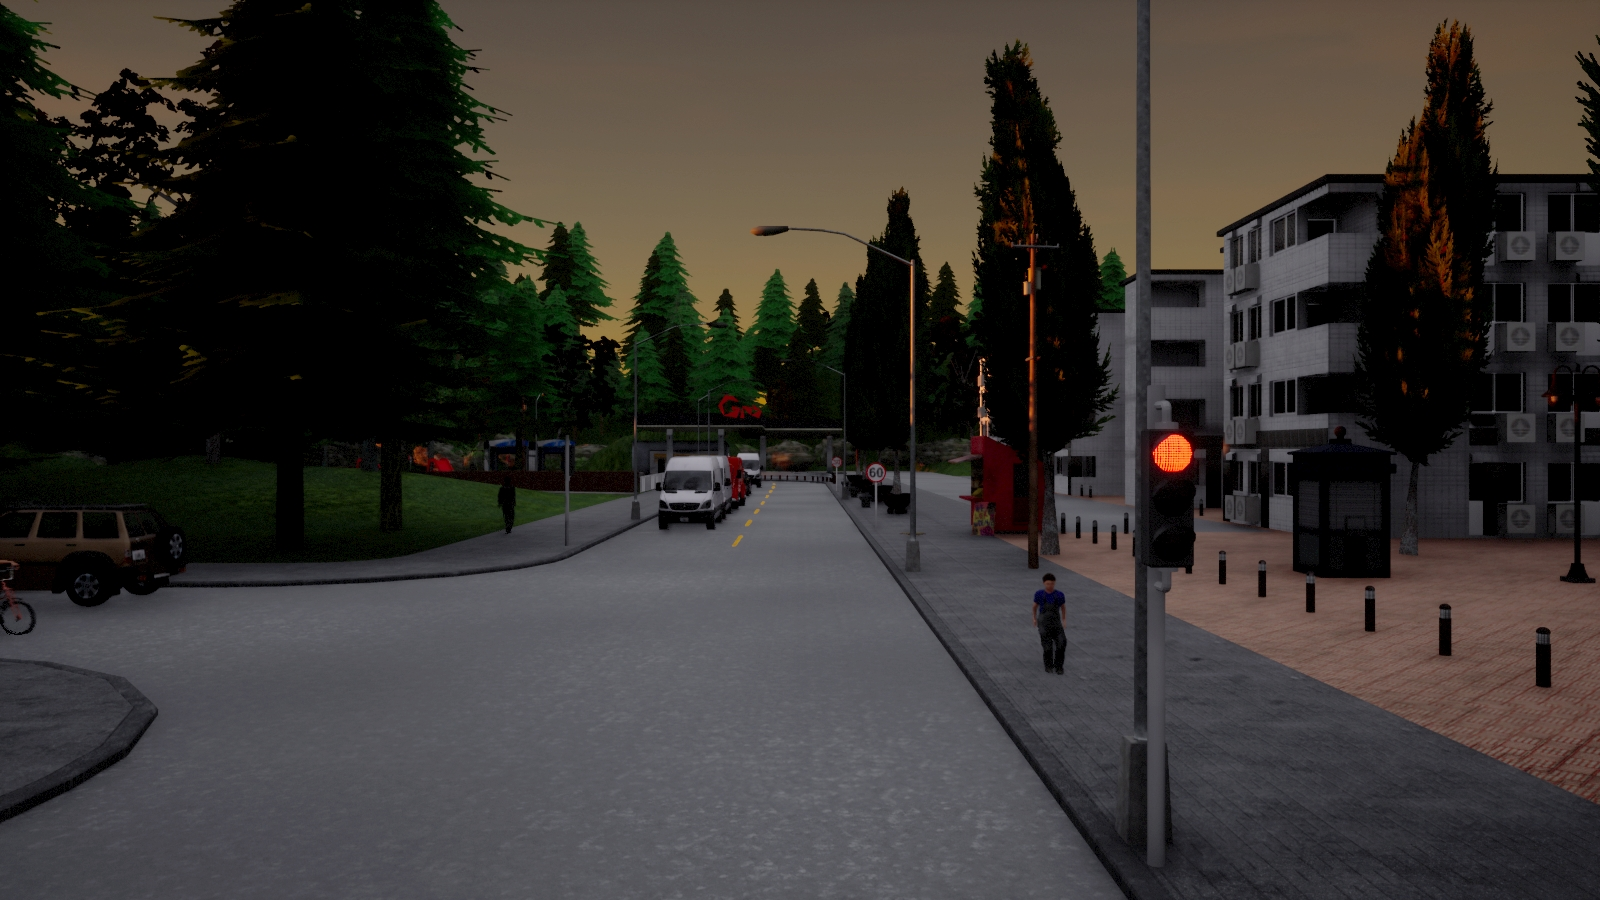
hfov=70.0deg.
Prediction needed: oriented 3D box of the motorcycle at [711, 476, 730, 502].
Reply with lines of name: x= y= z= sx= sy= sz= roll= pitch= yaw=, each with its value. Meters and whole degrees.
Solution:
motorcycle: x=-3.975 y=1.953 z=57.177 sx=0.856 sy=1.236 sz=1.805 roll=0 pitch=0 yaw=0

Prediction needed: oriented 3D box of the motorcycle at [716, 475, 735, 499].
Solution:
motorcycle: x=-3.988 y=1.975 z=61.268 sx=0.867 sy=1.251 sz=2.209 roll=0 pitch=0 yaw=0

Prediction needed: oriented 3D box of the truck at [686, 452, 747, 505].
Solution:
truck: x=-3.995 y=1.339 z=55.631 sx=2.627 sy=2.467 sz=5.204 roll=0 pitch=0 yaw=0

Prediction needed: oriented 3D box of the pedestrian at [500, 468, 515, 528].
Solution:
pedestrian: x=-9.289 y=1.519 z=36.249 sx=0.375 sy=1.860 sz=0.375 roll=0 pitch=0 yaw=0

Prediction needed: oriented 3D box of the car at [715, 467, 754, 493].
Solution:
car: x=-3.975 y=1.816 z=70.543 sx=2.128 sy=1.511 sz=4.902 roll=0 pitch=0 yaw=0

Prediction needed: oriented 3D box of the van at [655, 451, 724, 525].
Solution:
van: x=-4.013 y=1.307 z=42.390 sx=1.988 sy=2.561 sz=5.915 roll=0 pitch=0 yaw=0

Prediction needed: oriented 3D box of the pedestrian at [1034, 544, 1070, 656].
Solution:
pedestrian: x=3.041 y=1.802 z=13.786 sx=0.375 sy=1.300 sz=0.375 roll=0 pitch=0 yaw=5

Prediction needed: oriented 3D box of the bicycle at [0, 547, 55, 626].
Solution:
bicycle: x=-12.257 y=2.034 z=17.207 sx=1.487 sy=1.080 sz=0.859 roll=1 pitch=0 yaw=0

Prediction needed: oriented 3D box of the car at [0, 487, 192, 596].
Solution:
car: x=-14.070 y=1.640 z=21.141 sx=4.605 sy=1.855 sz=1.932 roll=0 pitch=0 yaw=0

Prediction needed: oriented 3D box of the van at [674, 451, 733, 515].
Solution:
van: x=-4.007 y=1.306 z=48.327 sx=1.988 sy=2.561 sz=5.915 roll=0 pitch=0 yaw=0
